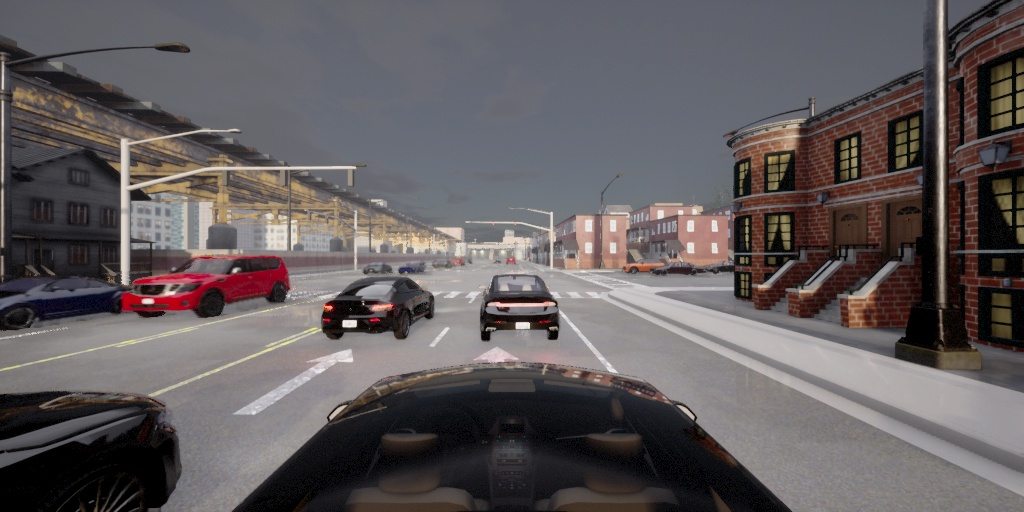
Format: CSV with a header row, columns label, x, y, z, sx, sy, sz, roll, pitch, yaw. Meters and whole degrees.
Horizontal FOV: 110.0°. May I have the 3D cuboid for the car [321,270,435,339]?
label,x,y,z,sx,sy,sz,roll,pitch,yaw
car,-3.450,1.276,9.935,1.812,1.442,4.674,0,0,0

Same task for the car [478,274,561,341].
label,x,y,z,sx,sy,sz,roll,pitch,yaw
car,0.092,1.241,9.902,2.128,1.511,4.902,0,0,-3

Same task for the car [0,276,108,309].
label,x,y,z,sx,sy,sz,roll,pitch,yaw
car,-14.125,1.314,10.803,1.994,1.385,4.181,0,0,0

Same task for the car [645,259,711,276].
label,x,y,z,sx,sy,sz,roll,pitch,yaw
car,16.899,1.297,36.715,5.357,1.411,2.033,0,0,0

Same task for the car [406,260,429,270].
label,x,y,z,sx,sy,sz,roll,pitch,yaw
car,-14.240,1.297,54.427,2.033,1.411,5.357,0,0,0

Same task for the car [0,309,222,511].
label,x,y,z,sx,sy,sz,roll,pitch,yaw
car,-3.395,1.242,0.668,2.128,1.511,4.902,0,0,0

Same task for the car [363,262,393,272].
label,x,y,z,sx,sy,sz,roll,pitch,yaw
car,-14.200,1.313,38.068,1.994,1.385,4.181,0,0,0

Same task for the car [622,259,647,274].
label,x,y,z,sx,sy,sz,roll,pitch,yaw
car,14.743,1.102,40.198,4.553,1.767,2.097,0,0,0

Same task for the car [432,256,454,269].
label,x,y,z,sx,sy,sz,roll,pitch,yaw
car,-10.740,1.101,55.573,2.097,1.767,4.553,0,0,0

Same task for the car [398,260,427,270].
label,x,y,z,sx,sy,sz,roll,pitch,yaw
car,-10.703,1.350,38.428,1.895,1.301,4.718,0,0,0

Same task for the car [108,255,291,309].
label,x,y,z,sx,sy,sz,roll,pitch,yaw
car,-10.632,0.971,13.229,2.150,2.045,5.566,0,0,0

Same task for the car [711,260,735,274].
label,x,y,z,sx,sy,sz,roll,pitch,yaw
car,23.890,1.241,40.226,4.902,1.511,2.128,0,0,0
